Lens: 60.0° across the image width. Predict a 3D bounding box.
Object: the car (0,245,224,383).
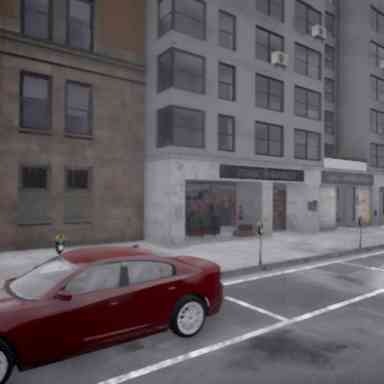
[{"bbox_3d":[-1.549,1.559,5.084,4.507,1.381,1.887,1,0,-36],"label":"car"}]
